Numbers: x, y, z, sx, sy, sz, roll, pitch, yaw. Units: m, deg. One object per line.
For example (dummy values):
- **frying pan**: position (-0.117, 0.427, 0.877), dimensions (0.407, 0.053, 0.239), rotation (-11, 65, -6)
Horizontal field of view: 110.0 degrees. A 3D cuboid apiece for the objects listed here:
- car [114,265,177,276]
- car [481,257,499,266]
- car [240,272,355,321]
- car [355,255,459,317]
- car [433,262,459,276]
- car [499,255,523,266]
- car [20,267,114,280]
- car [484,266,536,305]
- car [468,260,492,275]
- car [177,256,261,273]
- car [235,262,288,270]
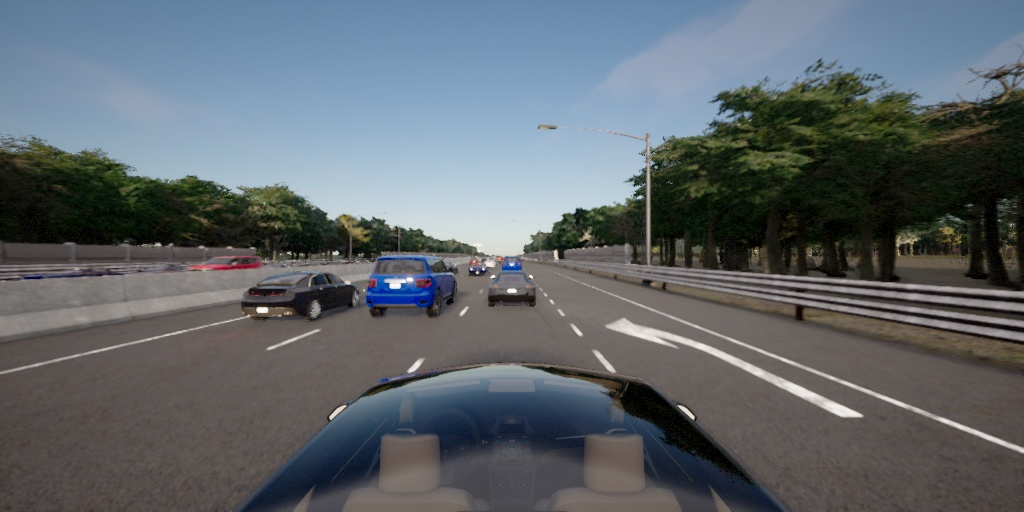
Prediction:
- **car**: position (-24.583, 1.340, 25.265), dimensions (1.994, 1.385, 4.181), rotation (0, 0, 0)
- **car**: position (-3.497, 1.276, 56.621), dimensions (1.812, 1.442, 4.674), rotation (0, 0, 0)
- **car**: position (-7.000, 1.272, 12.477), dimensions (1.837, 1.490, 4.892), rotation (0, 0, 0)
- **car**: position (-3.500, 0.989, 13.433), dimensions (2.150, 2.045, 5.566), rotation (0, 0, 0)
- **car**: position (-6.998, 1.338, 38.548), dimensions (1.994, 1.385, 4.181), rotation (0, 0, 0)
- **car**: position (0.001, 0.996, 38.621), dimensions (2.150, 2.045, 5.566), rotation (0, 0, 0)
- **car**: position (-28.087, 1.376, 23.238), dimensions (1.895, 1.301, 4.718), rotation (0, 0, 0)
- **car**: position (0.000, 1.334, 16.061), dimensions (1.994, 1.385, 4.181), rotation (0, 0, 0)
- **car**: position (-3.497, 1.375, 38.568), dimensions (1.895, 1.301, 4.718), rotation (0, 0, 0)
- **car**: position (-21.080, 1.000, 26.691), dimensions (2.150, 2.045, 5.566), rotation (0, 0, 0)
- **car**: position (-17.582, 1.340, 26.395), dimensions (1.994, 1.385, 4.181), rotation (0, 0, 0)
